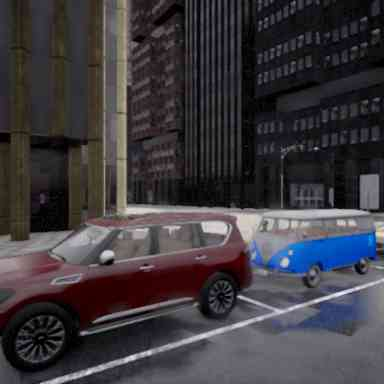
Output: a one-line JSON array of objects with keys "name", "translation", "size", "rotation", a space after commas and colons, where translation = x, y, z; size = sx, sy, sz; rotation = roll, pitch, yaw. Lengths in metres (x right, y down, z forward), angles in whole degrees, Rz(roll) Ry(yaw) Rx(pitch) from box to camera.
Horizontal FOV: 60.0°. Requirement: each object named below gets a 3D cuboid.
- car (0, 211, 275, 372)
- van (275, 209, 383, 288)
[{"name": "car", "translation": [-1.124, 1.326, 5.853], "size": [5.009, 1.841, 2.192], "rotation": [0, 0, -35]}, {"name": "van", "translation": [3.378, 1.379, 9.055], "size": [3.998, 1.788, 1.690], "rotation": [0, 0, -35]}]
